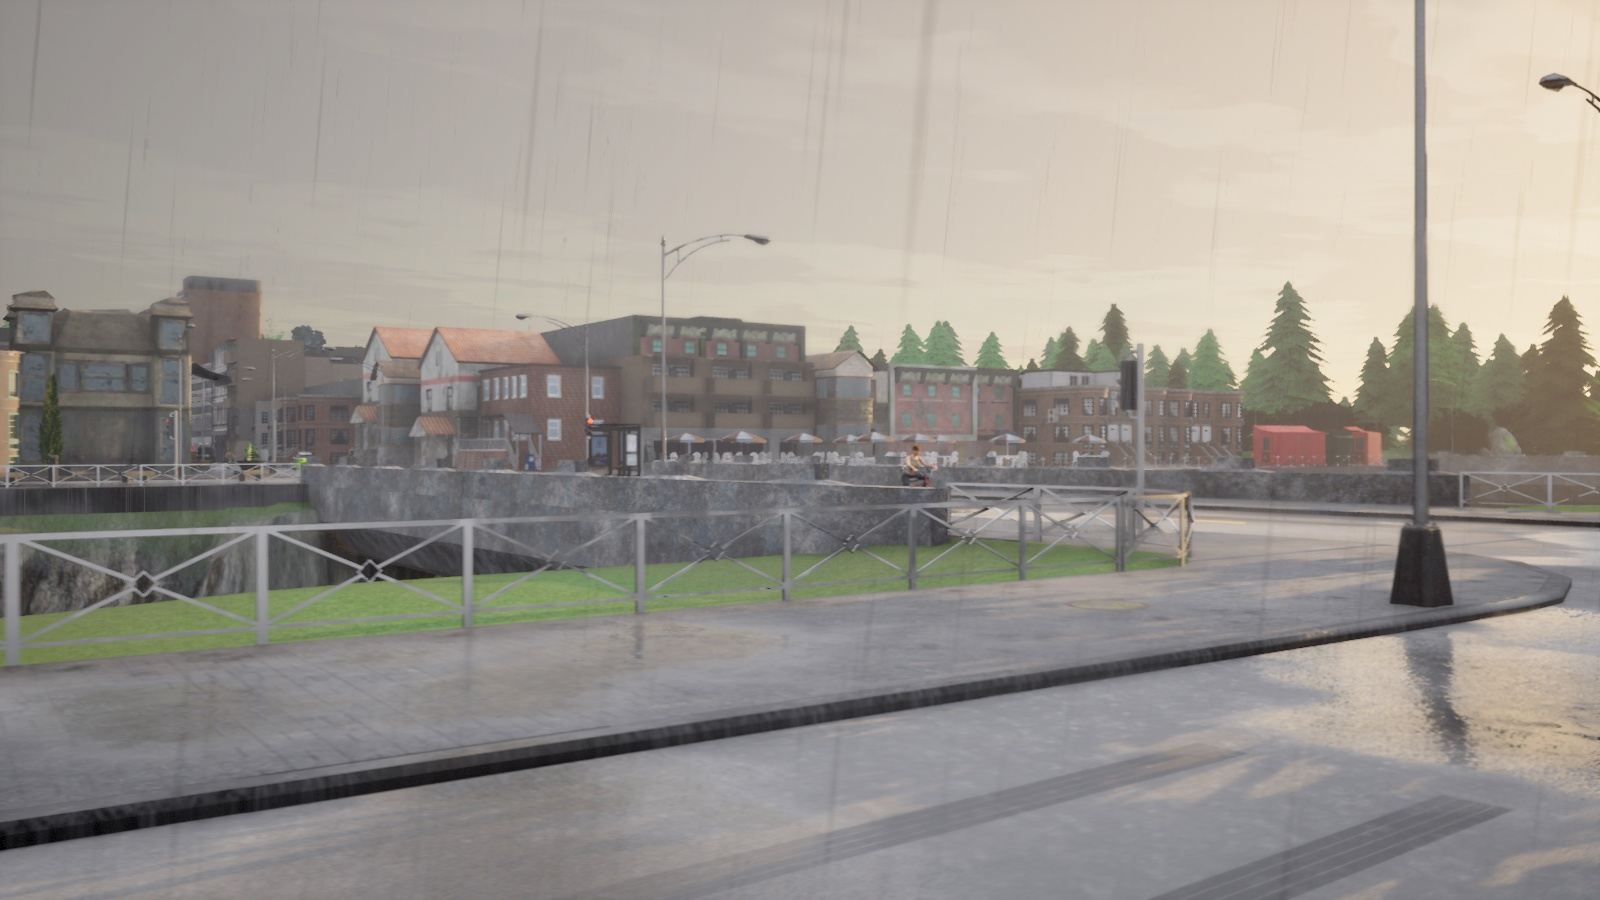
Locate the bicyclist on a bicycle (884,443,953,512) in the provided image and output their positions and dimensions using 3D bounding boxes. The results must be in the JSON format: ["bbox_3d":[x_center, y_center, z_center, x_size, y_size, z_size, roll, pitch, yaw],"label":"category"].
[{"bbox_3d":[2.850,0.652,30.301,0.866,1.612,1.509,0,0,-34],"label":"bicyclist on a bicycle"}]
